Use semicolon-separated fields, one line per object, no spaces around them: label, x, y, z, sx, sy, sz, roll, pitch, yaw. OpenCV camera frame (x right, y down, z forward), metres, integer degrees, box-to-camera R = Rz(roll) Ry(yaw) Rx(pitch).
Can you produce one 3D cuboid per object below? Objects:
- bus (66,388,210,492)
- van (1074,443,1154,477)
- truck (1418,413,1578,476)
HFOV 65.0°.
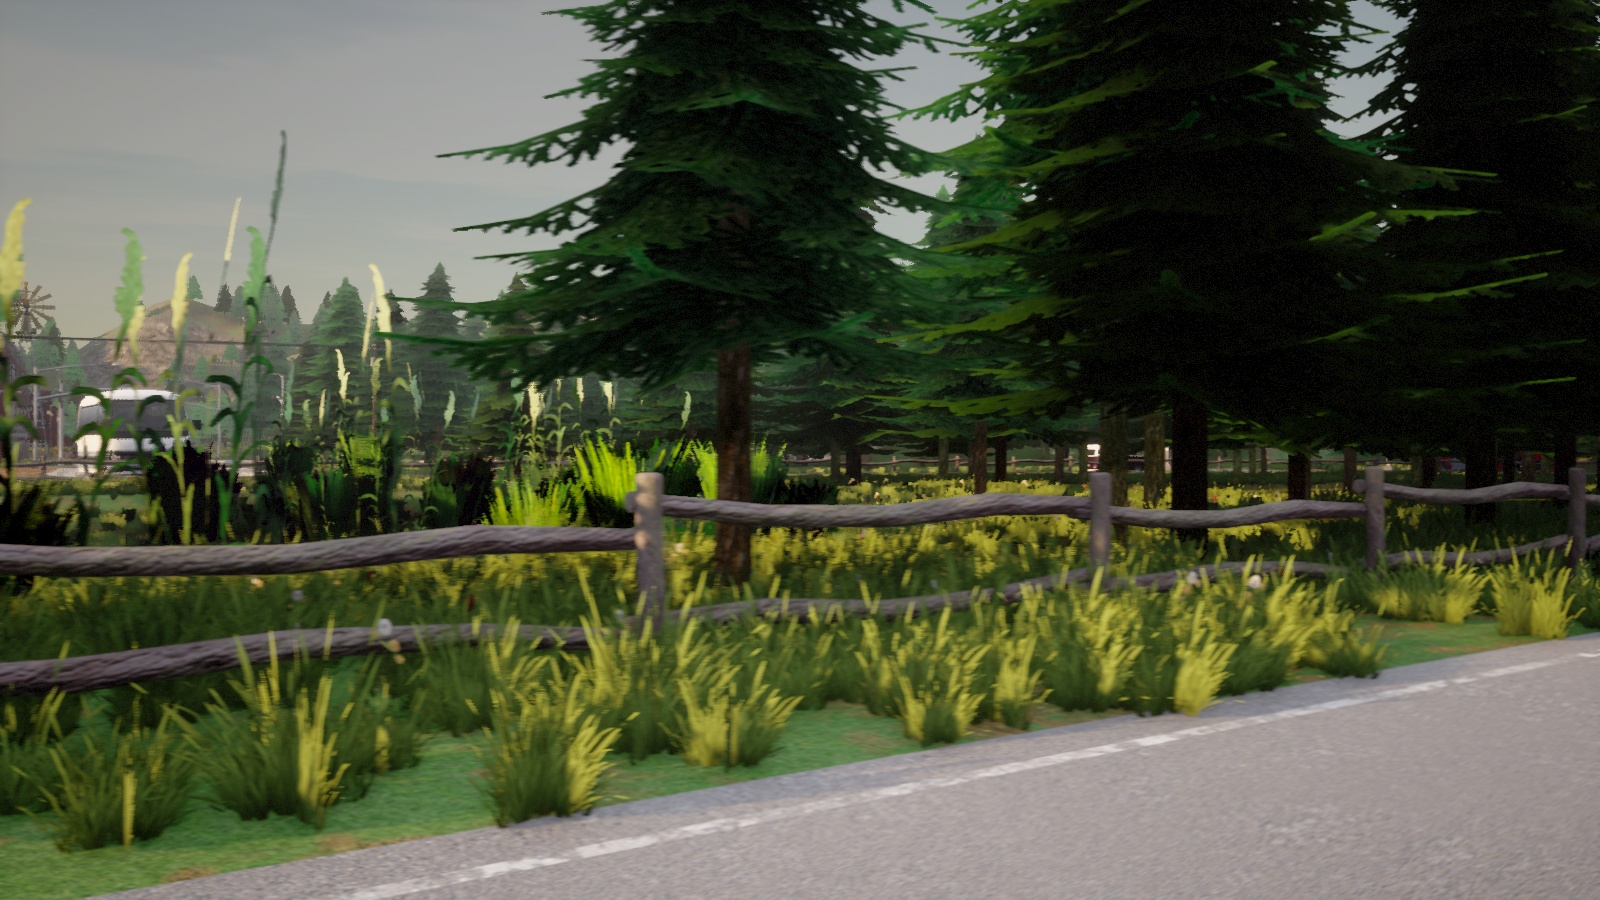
bus;-30.283;-0.439;57.152;3.944;4.253;10.273;-3;1;-38
van;19.146;0.591;76.510;4.480;2.038;2.069;0;0;-27
truck;44.131;-0.316;79.731;2.891;3.827;8.468;0;0;-35
